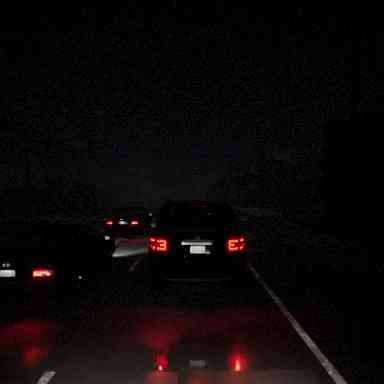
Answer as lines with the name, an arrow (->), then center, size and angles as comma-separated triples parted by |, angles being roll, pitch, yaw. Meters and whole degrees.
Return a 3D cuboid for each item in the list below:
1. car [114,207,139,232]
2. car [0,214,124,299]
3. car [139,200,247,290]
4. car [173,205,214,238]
car -> -3.412, 1.547, 18.719 | 2.033, 1.411, 5.357 | 0, 0, 0
car -> -3.410, 1.547, 8.648 | 2.033, 1.411, 5.357 | 0, 0, 0
car -> 0.095, 1.221, 9.188 | 2.150, 2.045, 5.566 | 0, 0, 0
car -> 0.091, 1.547, 19.119 | 2.033, 1.411, 5.357 | 0, 0, 0
